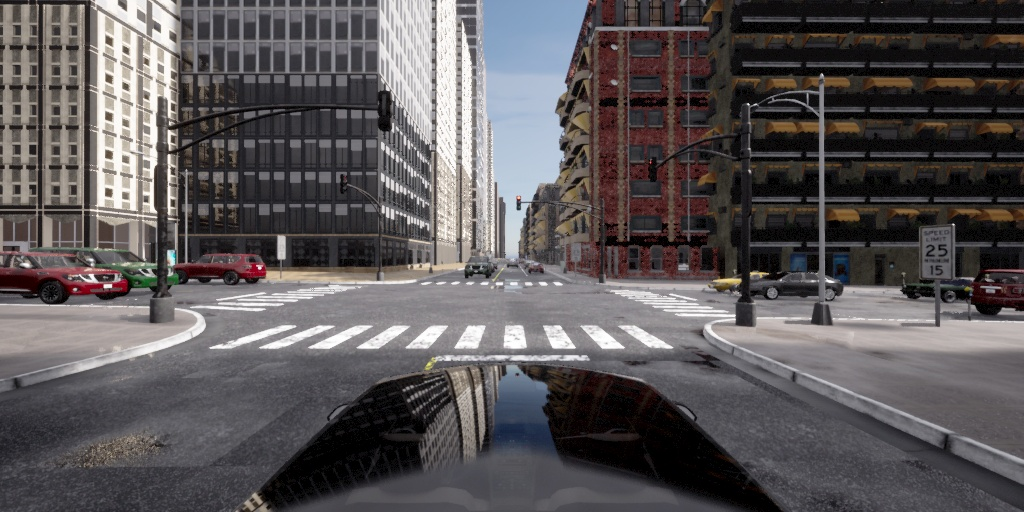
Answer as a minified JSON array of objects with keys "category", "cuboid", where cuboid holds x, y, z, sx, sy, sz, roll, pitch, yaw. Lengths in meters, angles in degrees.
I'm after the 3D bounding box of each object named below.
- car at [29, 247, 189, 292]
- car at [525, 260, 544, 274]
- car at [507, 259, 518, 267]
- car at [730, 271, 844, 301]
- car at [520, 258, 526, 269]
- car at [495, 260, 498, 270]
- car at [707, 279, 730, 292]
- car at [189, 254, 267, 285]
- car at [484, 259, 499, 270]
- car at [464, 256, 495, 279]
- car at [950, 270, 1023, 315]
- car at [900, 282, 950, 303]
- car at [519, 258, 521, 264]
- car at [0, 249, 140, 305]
[{"category":"car","cuboid":[-18.244,0.658,15.904,5.566,2.045,2.150,1,0,-1]},{"category":"car","cuboid":[2.759,1.341,41.665,1.802,1.307,4.207,0,0,0]},{"category":"car","cuboid":[0.128,1.337,64.411,1.994,1.385,4.181,0,0,0]},{"category":"car","cuboid":[14.922,1.562,19.344,4.892,1.490,1.837,1,0,2]},{"category":"car","cuboid":[2.715,1.317,54.582,2.007,1.370,4.403,0,0,0]},{"category":"car","cuboid":[-3.074,1.286,43.642,1.812,1.442,4.674,0,0,0]},{"category":"car","cuboid":[14.639,1.587,21.962,4.829,1.417,1.751,0,0,0]},{"category":"car","cuboid":[-17.701,0.776,21.695,5.009,1.841,2.192,0,0,0]},{"category":"car","cuboid":[-3.064,1.244,53.915,1.882,1.535,5.008,0,0,0]},{"category":"car","cuboid":[-3.085,0.977,33.568,2.150,2.045,5.566,0,0,0]},{"category":"car","cuboid":[20.604,1.461,13.663,5.009,1.841,2.192,0,0,0]},{"category":"car","cuboid":[24.213,1.827,19.451,4.718,1.301,1.895,1,0,-1]},{"category":"car","cuboid":[2.718,1.321,60.230,2.007,1.370,4.403,0,0,0]},{"category":"car","cuboid":[-17.570,0.757,13.315,5.009,1.841,2.192,0,0,0]}]
